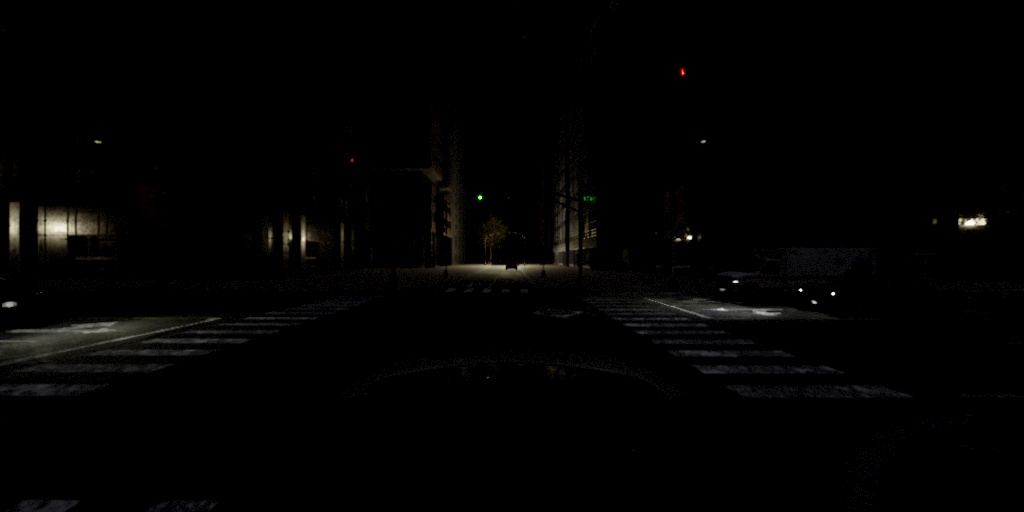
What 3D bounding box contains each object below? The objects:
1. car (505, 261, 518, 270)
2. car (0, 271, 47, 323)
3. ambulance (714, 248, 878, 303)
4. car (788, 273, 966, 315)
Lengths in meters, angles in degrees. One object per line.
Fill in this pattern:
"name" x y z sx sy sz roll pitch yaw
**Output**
"car" -0.089 1.619 59.408 1.994 1.385 4.181 0 0 0
"car" -16.843 1.006 10.074 5.566 2.045 2.150 0 0 0
"ambulance" 12.906 0.864 16.575 6.366 2.431 2.351 0 0 0
"car" 13.533 1.423 13.422 4.718 1.301 1.895 0 0 0
